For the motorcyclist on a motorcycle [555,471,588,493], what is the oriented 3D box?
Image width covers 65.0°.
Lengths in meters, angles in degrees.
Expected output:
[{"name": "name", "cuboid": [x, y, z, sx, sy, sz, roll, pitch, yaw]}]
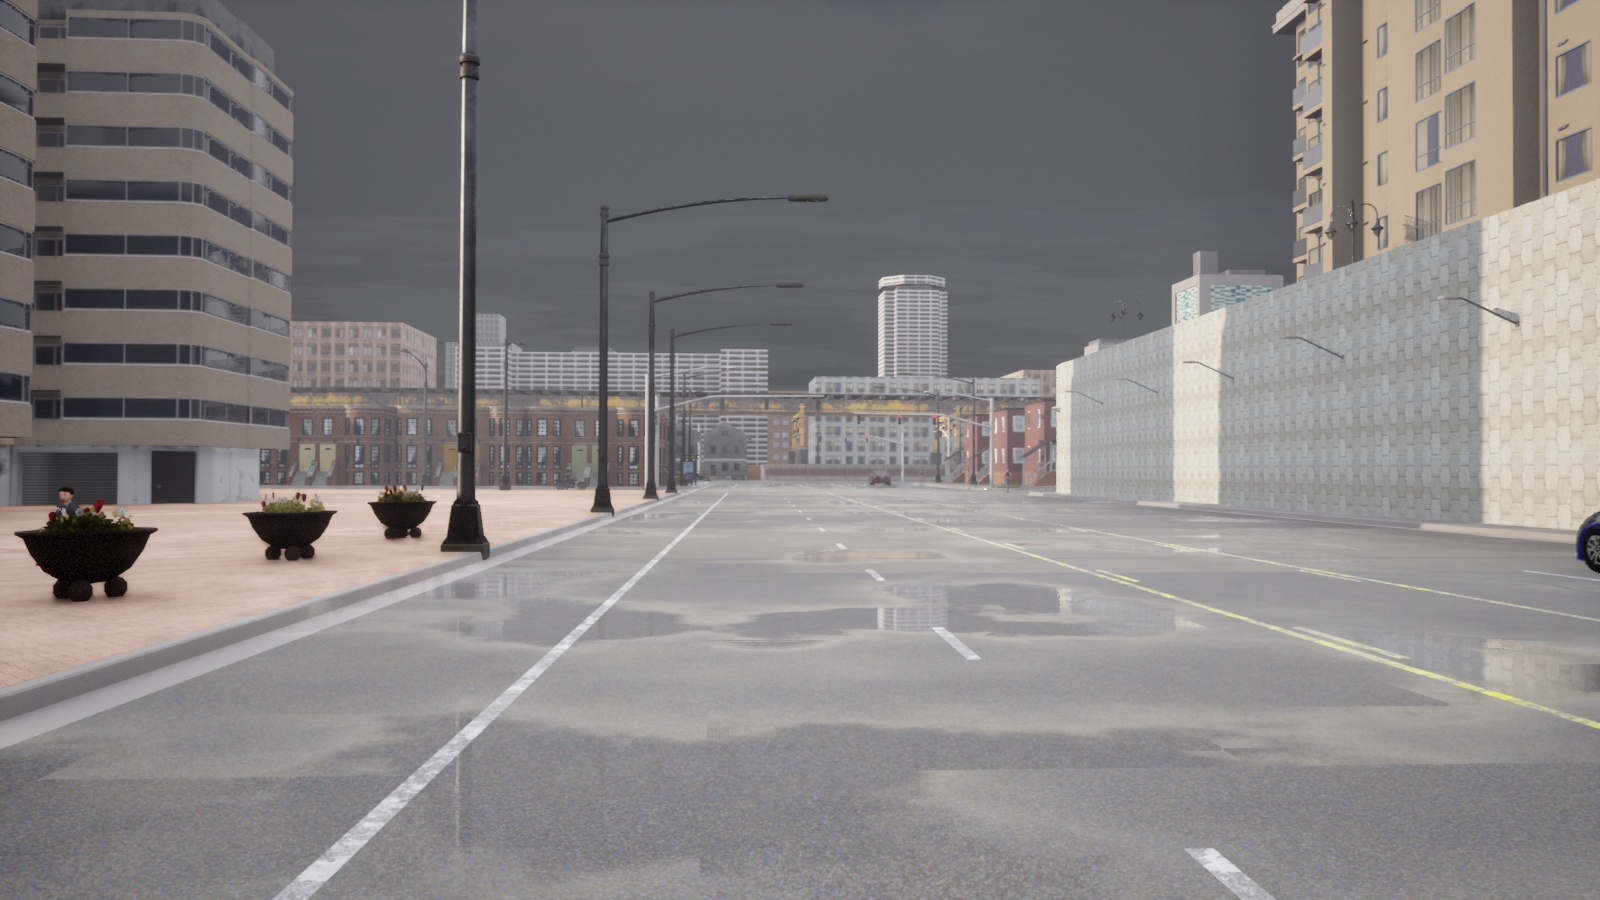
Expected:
[{"name": "motorcyclist on a motorcycle", "cuboid": [-17.130, 2.390, 94.093, 2.350, 1.649, 0.766, 0, -1, -2]}]

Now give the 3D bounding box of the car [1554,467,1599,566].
[{"name": "car", "cuboid": [13.410, 1.010, 18.283, 2.007, 1.525, 4.514, 0, -1, -2]}]

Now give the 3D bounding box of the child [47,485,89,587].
[{"name": "child", "cuboid": [-9.273, 1.077, 15.915, 0.270, 1.263, 0.437, 0, -1, 0]}]
